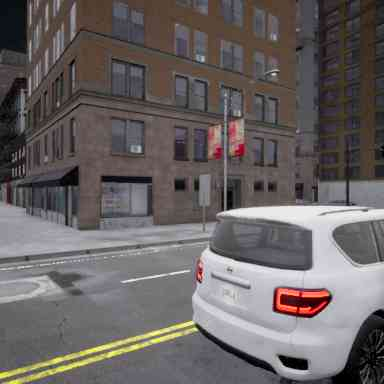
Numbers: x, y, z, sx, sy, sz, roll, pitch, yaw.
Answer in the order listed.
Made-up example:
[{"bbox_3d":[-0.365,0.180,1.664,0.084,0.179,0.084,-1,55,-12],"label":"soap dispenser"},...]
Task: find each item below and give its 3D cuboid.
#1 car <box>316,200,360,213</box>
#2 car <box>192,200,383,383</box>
[{"bbox_3d":[16.945,1.596,38.714,1.947,1.339,4.313,0,0,-35],"label":"car"},{"bbox_3d":[2.618,1.222,5.294,5.566,2.045,2.150,0,0,-35],"label":"car"}]
